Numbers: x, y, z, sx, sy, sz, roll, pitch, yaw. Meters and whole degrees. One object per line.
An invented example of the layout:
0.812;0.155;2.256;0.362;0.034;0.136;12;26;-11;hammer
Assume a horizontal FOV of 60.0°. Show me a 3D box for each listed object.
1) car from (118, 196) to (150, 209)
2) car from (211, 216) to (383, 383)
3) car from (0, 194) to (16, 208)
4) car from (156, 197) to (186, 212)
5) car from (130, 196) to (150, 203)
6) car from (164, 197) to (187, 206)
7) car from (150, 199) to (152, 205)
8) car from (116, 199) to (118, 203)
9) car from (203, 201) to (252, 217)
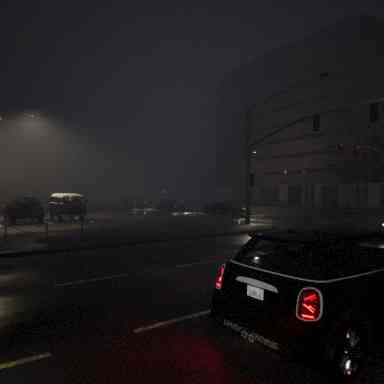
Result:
-8.309;1.407;47.560;2.097;1.767;4.553;0;0;-35;car
2.574;1.352;5.637;4.553;1.767;2.097;0;0;-35;car
-31.741;1.209;56.446;1.932;1.855;4.605;0;0;-35;car
-2.549;1.581;39.444;1.812;1.442;4.674;0;0;-36;car
-10.943;1.601;69.694;2.033;1.411;5.357;0;0;-35;car
-2.938;1.581;58.455;1.812;1.442;4.674;0;0;-36;car
-8.927;1.581;60.840;1.812;1.442;4.674;0;0;-36;car
-13.980;1.619;67.962;1.994;1.385;4.181;0;0;-35;car
3.143;1.603;31.410;2.033;1.411;5.357;0;0;-35;car
